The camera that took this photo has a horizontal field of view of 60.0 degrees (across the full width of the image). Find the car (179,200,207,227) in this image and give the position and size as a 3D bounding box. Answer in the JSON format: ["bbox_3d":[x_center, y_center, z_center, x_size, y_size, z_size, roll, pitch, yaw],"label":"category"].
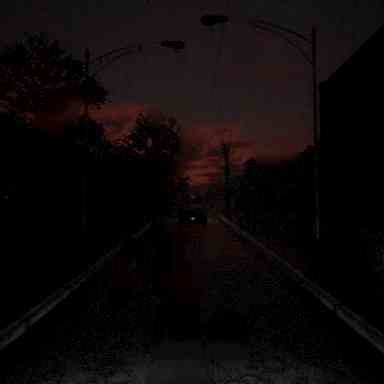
[{"bbox_3d":[0.055,1.576,23.943,1.882,1.535,5.008,0,0,0],"label":"car"}]
